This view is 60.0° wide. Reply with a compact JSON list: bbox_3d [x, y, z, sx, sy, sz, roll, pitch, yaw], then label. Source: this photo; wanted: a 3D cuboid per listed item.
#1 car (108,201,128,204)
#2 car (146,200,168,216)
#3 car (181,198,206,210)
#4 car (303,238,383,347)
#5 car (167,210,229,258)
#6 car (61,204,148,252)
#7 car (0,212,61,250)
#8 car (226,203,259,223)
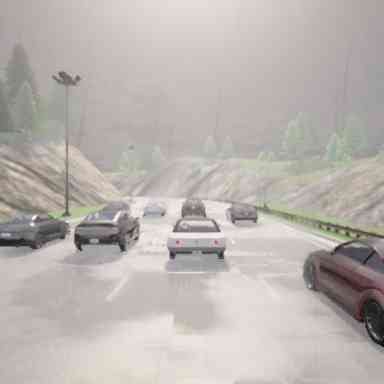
[{"bbox_3d":[-6.893,1.516,30.834,1.994,1.385,4.181,0,0,0],"label":"car"},{"bbox_3d":[-3.409,1.478,31.235,1.812,1.442,4.674,0,0,0],"label":"car"},{"bbox_3d":[0.112,1.306,29.890,2.097,1.767,4.553,0,0,0],"label":"car"},{"bbox_3d":[3.631,1.554,6.286,1.994,1.385,4.181,0,0,0],"label":"car"},{"bbox_3d":[0.160,1.581,12.541,1.895,1.301,4.718,0,0,0],"label":"car"},{"bbox_3d":[-3.337,1.470,13.837,2.128,1.511,4.902,0,0,0],"label":"car"},{"bbox_3d":[-6.837,1.542,14.247,1.994,1.385,4.181,0,0,0],"label":"car"},{"bbox_3d":[3.640,1.509,24.791,2.033,1.411,5.357,0,0,0],"label":"car"}]
